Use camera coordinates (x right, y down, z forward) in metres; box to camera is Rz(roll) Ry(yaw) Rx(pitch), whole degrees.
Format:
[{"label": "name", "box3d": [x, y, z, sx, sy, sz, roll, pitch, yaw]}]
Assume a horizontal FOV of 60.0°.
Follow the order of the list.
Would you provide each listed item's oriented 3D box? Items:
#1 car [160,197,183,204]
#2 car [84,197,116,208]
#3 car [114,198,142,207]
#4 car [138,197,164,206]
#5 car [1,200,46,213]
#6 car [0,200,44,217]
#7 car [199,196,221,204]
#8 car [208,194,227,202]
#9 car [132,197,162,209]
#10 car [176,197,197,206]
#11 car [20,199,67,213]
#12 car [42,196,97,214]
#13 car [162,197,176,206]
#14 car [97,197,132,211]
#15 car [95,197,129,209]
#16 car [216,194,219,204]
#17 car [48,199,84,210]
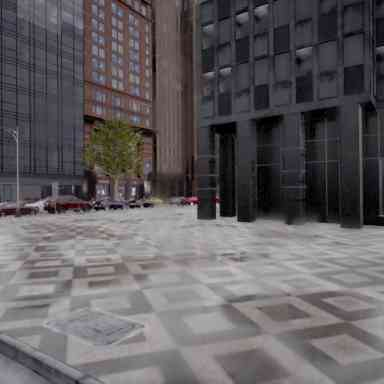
[{"label": "car", "box3d": [-3.785, 1.573, 62.516, 1.947, 1.339, 4.313, -1, 0, 35]}, {"label": "car", "box3d": [-13.407, 1.483, 48.598, 1.967, 1.590, 4.097, -1, 0, 35]}, {"label": "car", "box3d": [-10.199, 1.611, 53.237, 1.802, 1.307, 4.206, -1, 0, 35]}, {"label": "car", "box3d": [-7.089, 1.543, 57.736, 1.752, 1.417, 4.829, -1, 0, 35]}, {"label": "car", "box3d": [-19.819, 1.641, 39.321, 1.947, 1.339, 4.313, -1, 0, 35]}, {"label": "car", "box3d": [-16.015, 1.575, 29.832, 1.802, 1.307, 4.206, -1, 0, 35]}, {"label": "car", "box3d": [3.436, 1.456, 62.662, 1.812, 1.442, 4.674, -1, 0, 35]}, {"label": "car", "box3d": [5.833, 1.295, 76.433, 2.192, 1.841, 5.009, -1, 0, 35]}, {"label": "car", "box3d": [-6.396, 1.508, 43.747, 1.947, 1.339, 4.313, -1, 0, 35]}, {"label": "car", "box3d": [0.016, 1.461, 53.024, 1.887, 1.381, 4.507, -1, 0, 35]}, {"label": "car", "box3d": [-17.050, 1.566, 38.482, 1.812, 1.442, 4.674, -1, 0, 34]}, {"label": "car", "box3d": [-12.811, 1.289, 34.472, 2.192, 1.841, 5.009, -1, 0, 35]}, {"label": "car", "box3d": [-1.992, 1.494, 54.717, 2.033, 1.411, 5.357, -1, 0, 35]}, {"label": "car", "box3d": [-9.602, 1.524, 39.109, 1.947, 1.339, 4.313, -1, 0, 35]}, {"label": "car", "box3d": [-11.191, 1.536, 46.947, 1.812, 1.442, 4.674, -1, 0, 35]}, {"label": "car", "box3d": [3.221, 1.221, 57.664, 2.192, 1.841, 5.009, -1, 0, 35]}, {"label": "car", "box3d": [-16.612, 1.641, 43.960, 1.802, 1.307, 4.206, -1, 0, 35]}]
